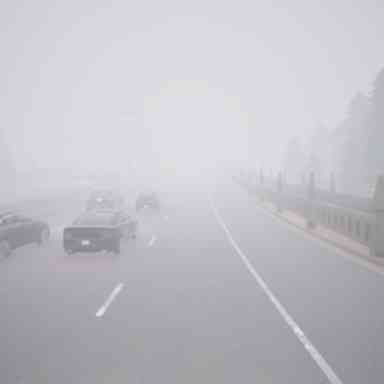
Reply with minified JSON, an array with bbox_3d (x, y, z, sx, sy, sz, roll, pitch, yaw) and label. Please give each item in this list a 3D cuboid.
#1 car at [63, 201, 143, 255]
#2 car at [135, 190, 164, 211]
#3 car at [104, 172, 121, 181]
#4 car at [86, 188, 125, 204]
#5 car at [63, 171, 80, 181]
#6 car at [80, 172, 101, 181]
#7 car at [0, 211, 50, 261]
[{"bbox_3d":[-3.430,1.399,13.257,1.882,1.535,5.008,0,2,1],"label":"car"},{"bbox_3d":[-3.374,0.584,26.758,1.837,1.490,4.892,0,6,1],"label":"car"},{"bbox_3d":[-13.784,-2.701,57.637,1.895,1.301,4.718,0,6,1],"label":"car"},{"bbox_3d":[-6.874,0.426,26.805,2.097,1.767,4.553,0,5,1],"label":"car"},{"bbox_3d":[-20.778,-2.811,57.700,2.128,1.511,4.902,0,6,1],"label":"car"},{"bbox_3d":[-17.280,-2.701,57.663,1.895,1.301,4.718,0,6,1],"label":"car"},{"bbox_3d":[-6.943,1.448,12.155,2.128,1.511,4.902,0,2,1],"label":"car"}]
